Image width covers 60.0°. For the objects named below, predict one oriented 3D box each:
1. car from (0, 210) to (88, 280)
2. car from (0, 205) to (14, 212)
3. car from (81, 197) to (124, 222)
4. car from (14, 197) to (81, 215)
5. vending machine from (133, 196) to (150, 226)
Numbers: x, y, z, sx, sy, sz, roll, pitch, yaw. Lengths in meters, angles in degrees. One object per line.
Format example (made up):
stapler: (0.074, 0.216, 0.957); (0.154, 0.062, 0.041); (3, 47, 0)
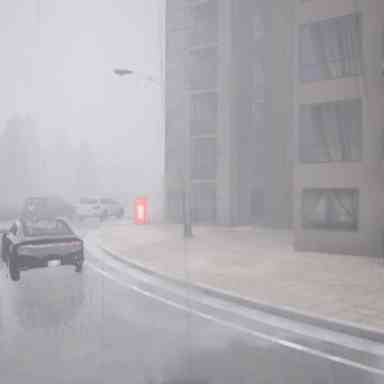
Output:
car: (-4.715, 1.556, 10.292); (2.128, 1.511, 4.902); (0, 0, -32)
car: (-15.277, 1.706, 25.880); (1.994, 1.385, 4.181); (0, 0, 5)
car: (-7.839, 1.421, 28.775); (2.150, 2.045, 5.566); (0, -1, 12)
car: (-11.599, 1.392, 27.314); (2.150, 2.045, 5.566); (0, -1, 7)
vending machine: (-3.714, 1.380, 24.524); (1.100, 2.100, 0.880); (0, 0, 3)
